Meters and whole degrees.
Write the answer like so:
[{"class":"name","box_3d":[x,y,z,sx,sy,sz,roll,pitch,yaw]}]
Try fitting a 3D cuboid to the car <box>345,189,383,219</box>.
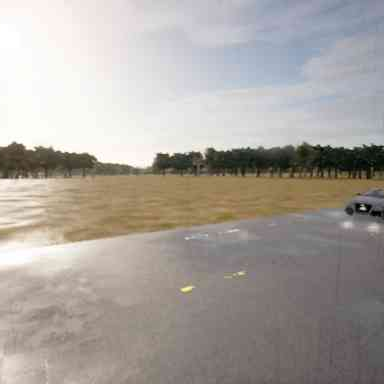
[{"class":"car","box_3d":[9.674,0.555,17.270,4.181,1.385,1.994,-3,7,-42]}]
